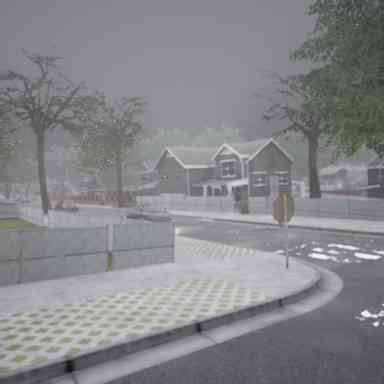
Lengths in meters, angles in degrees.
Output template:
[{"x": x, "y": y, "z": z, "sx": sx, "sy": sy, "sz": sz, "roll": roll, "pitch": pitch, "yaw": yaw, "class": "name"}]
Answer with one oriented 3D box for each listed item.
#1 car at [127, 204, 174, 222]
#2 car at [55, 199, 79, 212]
[{"x": -3.137, "y": 1.689, "z": 24.246, "sx": 1.837, "sy": 1.490, "sz": 4.892, "roll": -4, "pitch": 2, "yaw": -35, "class": "car"}, {"x": -16.092, "y": 1.733, "z": 42.777, "sx": 2.097, "sy": 1.767, "sz": 4.553, "roll": -4, "pitch": 2, "yaw": -34, "class": "car"}]
